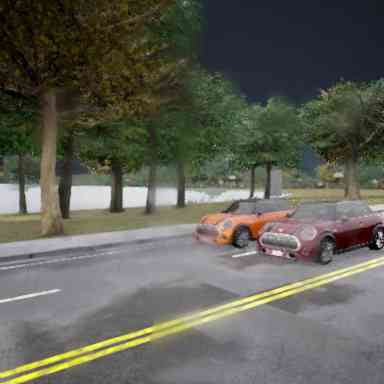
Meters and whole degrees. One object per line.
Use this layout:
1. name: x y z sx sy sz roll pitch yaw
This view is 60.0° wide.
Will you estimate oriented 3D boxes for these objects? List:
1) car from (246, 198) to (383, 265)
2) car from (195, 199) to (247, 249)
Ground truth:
1. car: 4.220 1.077 10.738 4.553 1.767 2.097 -2 1 -36
2. car: 2.314 1.077 13.369 4.553 1.767 2.097 -2 1 -36
